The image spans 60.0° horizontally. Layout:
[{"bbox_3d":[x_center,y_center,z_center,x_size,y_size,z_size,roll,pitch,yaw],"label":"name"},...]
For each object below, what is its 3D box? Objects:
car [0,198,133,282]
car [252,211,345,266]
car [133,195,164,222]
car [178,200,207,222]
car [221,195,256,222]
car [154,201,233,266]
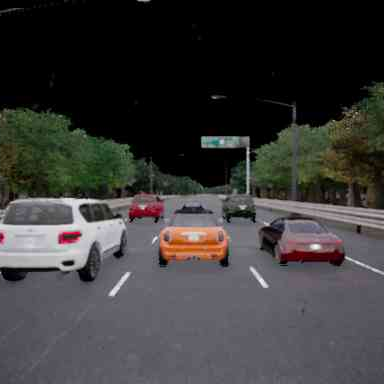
[{"bbox_3d":[-3.451,1.204,9.849,2.150,2.045,5.566,0,-1,1],"label":"car"},{"bbox_3d":[3.564,1.552,11.555,1.994,1.385,4.181,0,0,0],"label":"car"},{"bbox_3d":[-3.441,1.208,26.021,2.150,2.045,5.566,0,0,1],"label":"car"},{"bbox_3d":[0.062,1.476,27.002,2.128,1.511,4.902,0,0,0],"label":"car"},{"bbox_3d":[3.558,1.208,25.858,2.150,2.045,5.566,0,0,0],"label":"car"},{"bbox_3d":[0.065,1.340,11.674,2.097,1.767,4.553,0,0,0],"label":"car"}]
